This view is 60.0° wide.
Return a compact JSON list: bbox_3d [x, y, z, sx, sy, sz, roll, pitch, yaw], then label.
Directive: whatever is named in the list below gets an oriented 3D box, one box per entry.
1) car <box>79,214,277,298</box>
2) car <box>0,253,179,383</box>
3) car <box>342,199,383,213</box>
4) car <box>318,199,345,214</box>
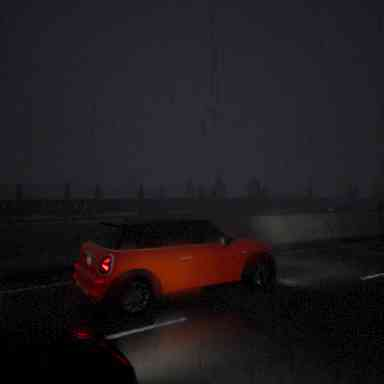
[{"bbox_3d":[-0.205,1.330,7.562,4.553,1.767,2.097,0,0,-33],"label":"car"},{"bbox_3d":[-2.630,1.494,1.751,4.892,1.490,1.837,0,0,-36],"label":"car"},{"bbox_3d":[15.256,1.496,26.855,5.357,1.411,2.033,0,0,-19],"label":"car"},{"bbox_3d":[13.813,1.414,30.031,5.008,1.535,1.882,0,0,-19],"label":"car"}]
